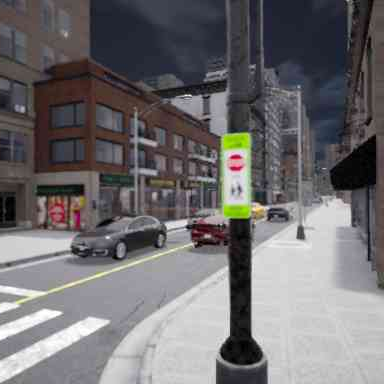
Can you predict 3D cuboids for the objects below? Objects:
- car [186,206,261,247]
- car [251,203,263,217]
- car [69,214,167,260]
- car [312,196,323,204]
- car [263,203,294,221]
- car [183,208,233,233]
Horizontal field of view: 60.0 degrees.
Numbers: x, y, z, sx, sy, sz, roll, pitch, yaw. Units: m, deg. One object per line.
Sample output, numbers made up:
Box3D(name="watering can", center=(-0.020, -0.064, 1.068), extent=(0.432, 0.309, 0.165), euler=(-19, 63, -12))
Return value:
Box3D(name="car", center=(1.611, 1.653, 15.598), extent=(1.882, 1.535, 5.008), euler=(-1, -1, 23))
Box3D(name="car", center=(5.887, 1.845, 33.184), extent=(1.882, 1.535, 5.008), euler=(-1, -1, 23))
Box3D(name="car", center=(-2.729, 1.683, 13.389), extent=(1.837, 1.490, 4.892), euler=(-1, -1, 23))
Box3D(name="car", center=(31.680, 2.378, 84.815), extent=(2.033, 1.411, 5.357), euler=(-1, -1, 23))
Box3D(name="car", center=(8.195, 1.826, 30.754), extent=(1.837, 1.490, 4.892), euler=(-1, -1, 23))
Box3D(name="car", center=(1.197, 1.828, 22.424), extent=(1.994, 1.385, 4.181), euler=(-1, -1, 23))
